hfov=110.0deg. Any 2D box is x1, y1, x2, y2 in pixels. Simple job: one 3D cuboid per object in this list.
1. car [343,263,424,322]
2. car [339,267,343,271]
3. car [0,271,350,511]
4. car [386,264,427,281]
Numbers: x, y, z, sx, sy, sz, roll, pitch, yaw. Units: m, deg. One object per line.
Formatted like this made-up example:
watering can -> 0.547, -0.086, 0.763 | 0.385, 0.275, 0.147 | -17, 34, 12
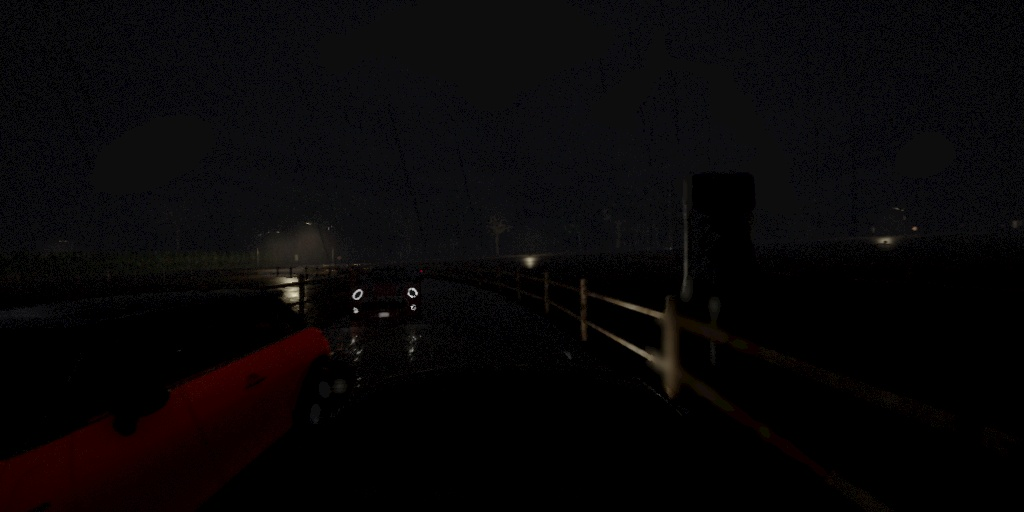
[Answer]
car -> -4.271, 1.146, 12.701 | 2.097, 1.767, 4.553 | -1, 0, -13
car -> -19.999, 1.733, 44.504 | 4.181, 1.385, 1.994 | -1, 0, 40
car -> -3.083, 1.120, 2.379 | 2.097, 1.767, 4.553 | 0, 0, -3
car -> -9.953, 1.465, 33.500 | 2.033, 1.411, 5.357 | -1, 0, -35
